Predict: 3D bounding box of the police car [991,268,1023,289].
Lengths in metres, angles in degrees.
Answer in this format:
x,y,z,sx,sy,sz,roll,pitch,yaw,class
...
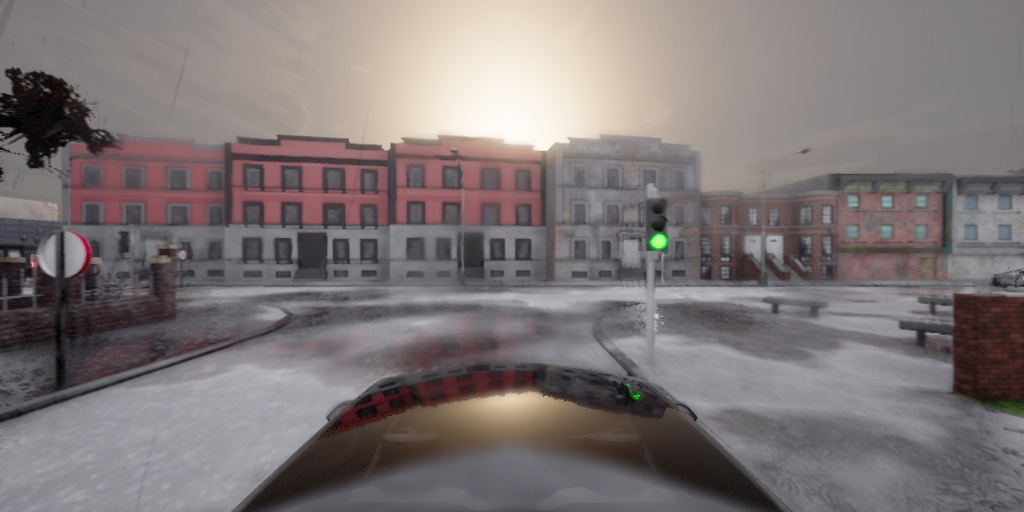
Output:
x,y,z,sx,sy,sz,roll,pitch,yaw,class
30.697,1.194,20.563,4.974,1.542,2.038,0,0,0,police car
